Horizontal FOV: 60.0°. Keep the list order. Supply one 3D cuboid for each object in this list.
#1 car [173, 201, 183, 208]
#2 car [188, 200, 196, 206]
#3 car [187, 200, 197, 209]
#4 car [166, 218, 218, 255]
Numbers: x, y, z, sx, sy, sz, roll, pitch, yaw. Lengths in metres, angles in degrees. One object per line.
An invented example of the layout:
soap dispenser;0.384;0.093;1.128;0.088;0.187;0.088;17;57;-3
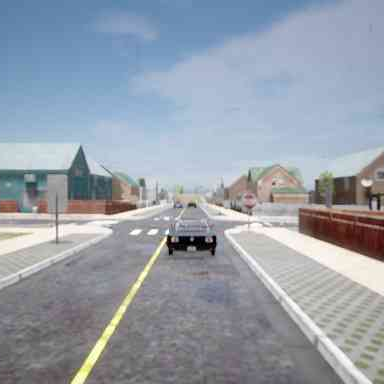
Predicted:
car;-2.779;2.557;67.191;1.812;1.442;4.674;0;-1;0
car;-0.026;2.623;80.352;1.882;1.535;5.008;0;-1;0
car;-0.017;2.493;64.958;1.837;1.490;4.892;0;-1;0
car;-0.007;1.763;14.110;1.895;1.301;4.718;0;-1;0
